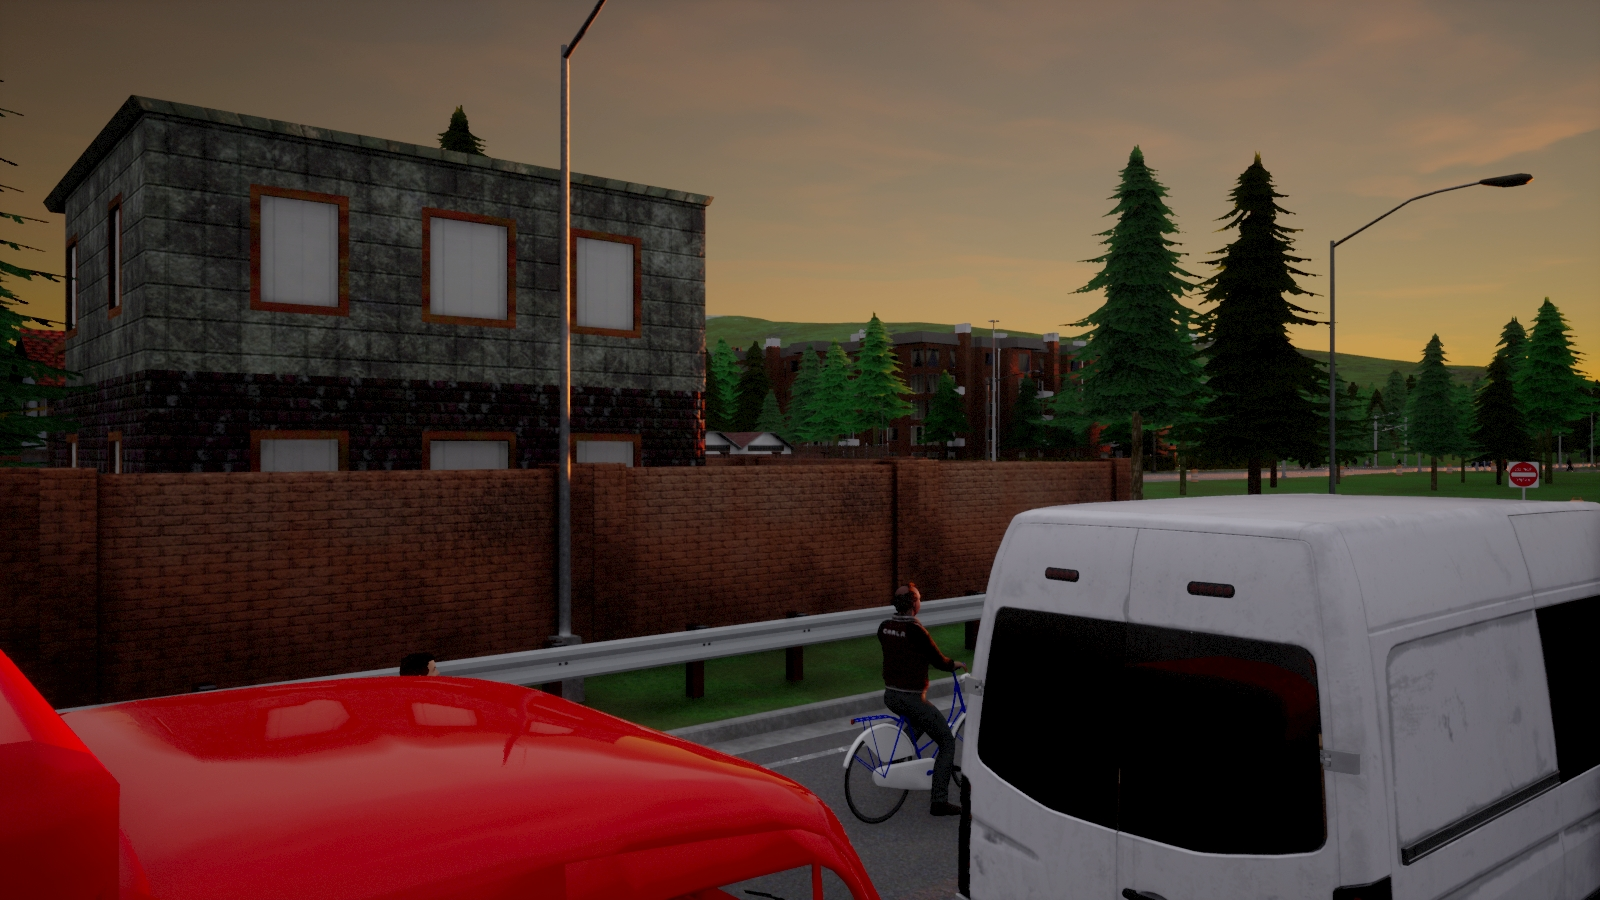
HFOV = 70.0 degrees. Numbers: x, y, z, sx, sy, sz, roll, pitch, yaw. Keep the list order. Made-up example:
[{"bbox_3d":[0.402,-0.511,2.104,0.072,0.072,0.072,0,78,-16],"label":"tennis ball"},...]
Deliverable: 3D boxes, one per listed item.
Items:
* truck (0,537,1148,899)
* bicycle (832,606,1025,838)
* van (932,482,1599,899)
[{"bbox_3d":[-2.109,1.568,1.686,5.204,2.467,2.627,0,0,-40],"label":"truck"},{"bbox_3d":[1.045,2.060,8.955,1.835,1.471,0.329,0,0,-40],"label":"bicycle"},{"bbox_3d":[3.509,1.534,6.458,5.915,2.561,1.988,0,0,-40],"label":"van"}]
